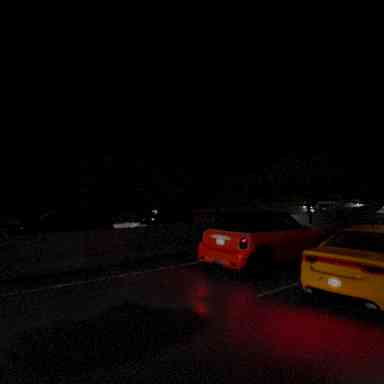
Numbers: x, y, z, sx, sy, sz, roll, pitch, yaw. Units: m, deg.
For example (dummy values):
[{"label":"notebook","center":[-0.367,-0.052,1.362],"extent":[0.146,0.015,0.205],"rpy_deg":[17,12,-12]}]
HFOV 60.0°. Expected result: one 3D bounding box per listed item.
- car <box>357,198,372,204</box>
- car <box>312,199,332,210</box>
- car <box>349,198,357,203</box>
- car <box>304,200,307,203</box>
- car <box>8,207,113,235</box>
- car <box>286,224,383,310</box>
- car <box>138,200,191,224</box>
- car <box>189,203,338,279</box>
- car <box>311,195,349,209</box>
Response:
[{"label":"car","center":[35.496,1.830,67.887],"extent":[1.895,1.301,4.718],"rpy_deg":[0,0,32]},{"label":"car","center":[18.855,1.708,48.109],"extent":[1.812,1.442,4.674],"rpy_deg":[0,0,32]},{"label":"car","center":[41.122,2.276,83.426],"extent":[1.895,1.301,4.718],"rpy_deg":[0,-3,32]},{"label":"car","center":[20.920,1.735,57.915],"extent":[1.837,1.490,4.892],"rpy_deg":[0,0,33]},{"label":"car","center":[-6.507,1.537,16.904],"extent":[5.008,1.535,1.882],"rpy_deg":[0,0,-40]},{"label":"car","center":[4.468,1.494,7.618],"extent":[5.008,1.535,1.882],"rpy_deg":[0,0,-40]},{"label":"car","center":[-1.951,1.451,25.745],"extent":[2.097,1.767,4.553],"rpy_deg":[0,0,44]},{"label":"car","center":[2.397,1.381,10.463],"extent":[4.553,1.767,2.097],"rpy_deg":[0,0,-40]},{"label":"car","center":[14.580,1.346,34.959],"extent":[2.150,2.045,5.566],"rpy_deg":[0,-1,34]}]
